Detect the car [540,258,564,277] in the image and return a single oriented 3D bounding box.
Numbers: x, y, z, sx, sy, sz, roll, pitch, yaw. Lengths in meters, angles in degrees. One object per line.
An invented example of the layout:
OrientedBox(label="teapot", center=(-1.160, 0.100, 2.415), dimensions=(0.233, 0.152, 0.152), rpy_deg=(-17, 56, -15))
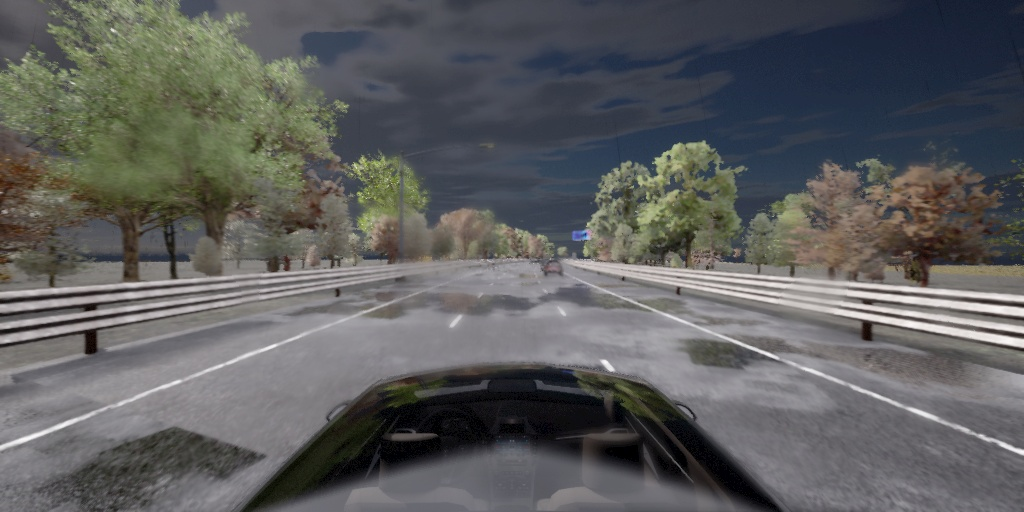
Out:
OrientedBox(label="car", center=(4.253, 1.239, 37.320), dimensions=(2.033, 1.649, 4.856), rpy_deg=(0, 0, 3))

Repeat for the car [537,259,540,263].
OrientedBox(label="car", center=(4.810, 1.373, 48.183), dimensions=(2.033, 1.411, 5.357), rpy_deg=(0, 0, 3))

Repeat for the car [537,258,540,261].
OrientedBox(label="car", center=(5.519, 1.354, 59.038), dimensions=(1.837, 1.490, 4.892), rpy_deg=(0, 0, 4))
